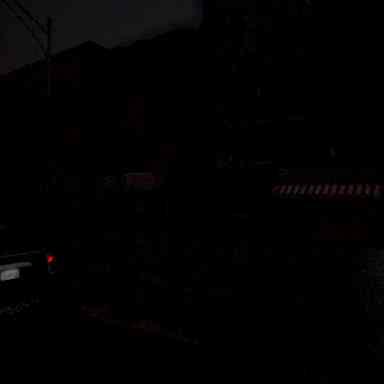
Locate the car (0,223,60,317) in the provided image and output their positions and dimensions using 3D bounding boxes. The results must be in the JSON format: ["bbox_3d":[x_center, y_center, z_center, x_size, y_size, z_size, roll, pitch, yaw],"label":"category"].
[{"bbox_3d":[-4.713,1.375,6.648,4.553,1.767,2.097,0,0,35],"label":"car"}]
